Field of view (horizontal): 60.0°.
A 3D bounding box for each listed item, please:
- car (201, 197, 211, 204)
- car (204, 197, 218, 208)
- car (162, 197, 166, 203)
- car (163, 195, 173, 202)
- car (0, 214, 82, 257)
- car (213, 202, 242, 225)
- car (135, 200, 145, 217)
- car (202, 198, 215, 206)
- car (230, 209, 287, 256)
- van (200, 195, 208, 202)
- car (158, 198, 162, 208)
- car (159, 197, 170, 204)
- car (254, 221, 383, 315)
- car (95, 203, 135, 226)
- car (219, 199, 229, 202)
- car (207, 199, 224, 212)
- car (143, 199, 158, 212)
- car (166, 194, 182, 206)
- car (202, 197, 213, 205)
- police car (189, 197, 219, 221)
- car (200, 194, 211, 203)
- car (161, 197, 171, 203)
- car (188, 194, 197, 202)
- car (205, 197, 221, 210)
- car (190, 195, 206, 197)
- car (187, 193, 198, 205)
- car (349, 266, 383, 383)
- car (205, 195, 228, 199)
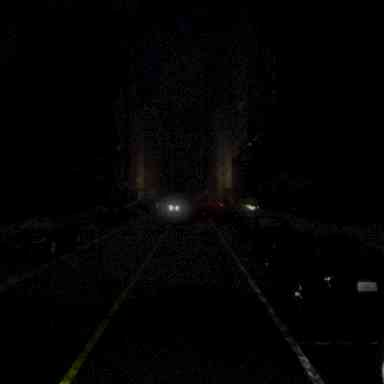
[{"bbox_3d":[2.869,1.721,68.256,1.947,1.339,4.313,0,0,0],"label":"car"},{"bbox_3d":[2.867,1.558,51.686,1.967,1.590,4.097,0,0,0],"label":"car"},{"bbox_3d":[-5.659,1.685,51.674,1.947,1.339,4.313,0,0,0],"label":"car"},{"bbox_3d":[-5.655,1.620,79.300,1.967,1.590,4.097,0,0,0],"label":"car"},{"bbox_3d":[-5.665,1.583,12.999,2.008,1.369,4.403,0,0,0],"label":"car"},{"bbox_3d":[2.862,1.623,24.068,1.947,1.339,4.313,0,0,0],"label":"car"},{"bbox_3d":[-5.663,1.652,29.574,1.802,1.307,4.206,0,0,0],"label":"car"},{"bbox_3d":[2.868,1.681,57.209,2.008,1.369,4.403,0,0,0],"label":"car"},{"bbox_3d":[2.861,1.582,13.021,2.008,1.369,4.403,0,0,0],"label":"car"},{"bbox_3d":[2.871,1.520,79.304,1.690,1.788,3.998,0,0,0],"label":"van"},{"bbox_3d":[-5.660,1.673,46.149,1.947,1.339,4.313,0,0,0],"label":"car"},{"bbox_3d":[-5.657,1.737,68.250,1.802,1.307,4.206,0,0,0],"label":"car"},{"bbox_3d":[2.859,1.584,7.496,1.947,1.339,4.313,0,0,0],"label":"car"},{"bbox_3d":[-5.663,1.603,24.049,1.887,1.381,4.507,0,0,0],"label":"car"},{"bbox_3d":[2.864,1.595,29.761,1.752,1.417,4.829,0,0,0],"label":"car"},{"bbox_3d":[2.865,1.620,40.809,1.752,1.417,4.829,0,0,0],"label":"car"},{"bbox_3d":[-5.661,1.639,40.624,1.887,1.381,4.507,0,0,0],"label":"car"},{"bbox_3d":[-3.034,1.626,59.128,2.128,1.511,4.902,0,0,1],"label":"car"},{"bbox_3d":[2.869,1.693,62.733,2.008,1.369,4.403,0,0,0],"label":"car"},{"bbox_3d":[0.904,1.492,28.082,1.930,1.638,5.238,0,0,0],"label":"police car"},{"bbox_3d":[2.871,1.482,73.781,2.192,1.841,5.009,0,0,0],"label":"car"},{"bbox_3d":[-5.656,1.734,73.775,1.947,1.339,4.313,0,0,0],"label":"car"},{"bbox_3d":[0.013,1.374,79.345,2.097,1.767,4.553,0,0,0],"label":"car"},{"bbox_3d":[2.866,1.546,46.162,1.967,1.590,4.097,0,0,0],"label":"car"},{"bbox_3d":[0.907,1.580,43.972,1.882,1.535,5.008,0,0,0],"label":"car"},{"bbox_3d":[0.010,1.499,64.452,2.097,1.767,4.553,0,0,0],"label":"car"},{"bbox_3d":[2.859,1.587,1.973,1.802,1.307,4.206,0,0,0],"label":"car"},{"bbox_3d":[2.864,1.397,35.115,2.192,1.841,5.009,0,0,0],"label":"car"}]
